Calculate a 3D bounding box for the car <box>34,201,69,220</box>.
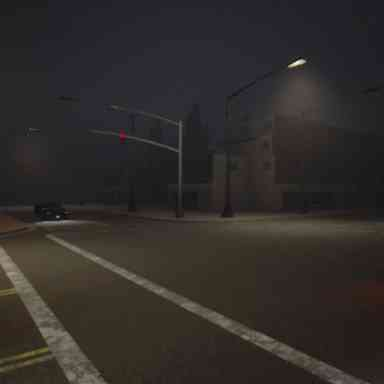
[{"bbox_3d":[-11.711,1.492,27.463,2.033,1.411,5.357,0,0,-35],"label":"car"}]
